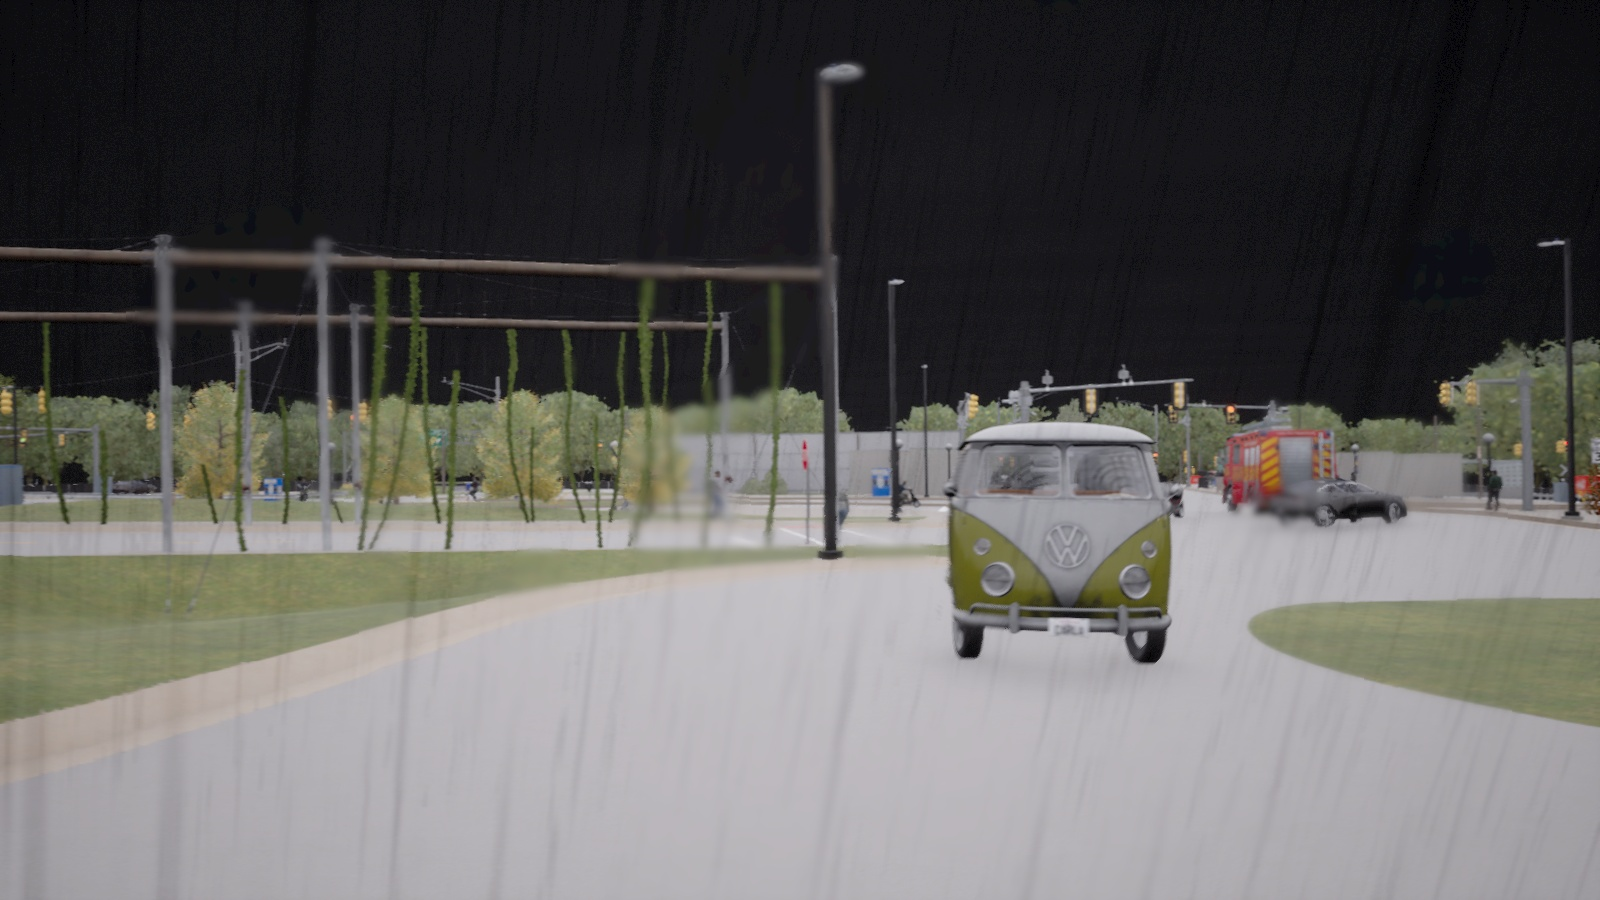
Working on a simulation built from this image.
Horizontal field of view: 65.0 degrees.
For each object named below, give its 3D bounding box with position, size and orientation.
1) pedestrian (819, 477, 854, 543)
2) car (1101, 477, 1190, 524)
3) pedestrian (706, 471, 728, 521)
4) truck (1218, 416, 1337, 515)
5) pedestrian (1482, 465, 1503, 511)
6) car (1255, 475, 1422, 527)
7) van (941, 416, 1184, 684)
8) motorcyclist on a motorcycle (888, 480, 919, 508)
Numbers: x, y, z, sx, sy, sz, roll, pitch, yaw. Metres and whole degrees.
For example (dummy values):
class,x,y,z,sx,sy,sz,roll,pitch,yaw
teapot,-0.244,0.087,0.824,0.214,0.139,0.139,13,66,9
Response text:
class,x,y,z,sx,sy,sz,roll,pitch,yaw
pedestrian,1.057,1.732,36.320,0.874,1.855,0.900,-1,0,-5
car,13.076,1.872,47.277,2.163,1.488,4.792,-2,0,28
pedestrian,-3.085,1.704,46.627,0.706,1.836,0.354,-1,0,-16
truck,20.001,0.736,53.187,2.891,3.827,8.468,-1,-2,9
pedestrian,29.347,1.605,53.202,0.423,1.949,0.788,-1,0,2
car,17.673,1.642,41.197,4.902,1.511,2.128,-1,-1,-21
van,2.216,0.786,11.638,1.775,1.987,4.442,0,-1,6
motorcyclist on a motorcycle,5.987,2.558,72.758,1.817,1.590,0.866,0,-1,4
